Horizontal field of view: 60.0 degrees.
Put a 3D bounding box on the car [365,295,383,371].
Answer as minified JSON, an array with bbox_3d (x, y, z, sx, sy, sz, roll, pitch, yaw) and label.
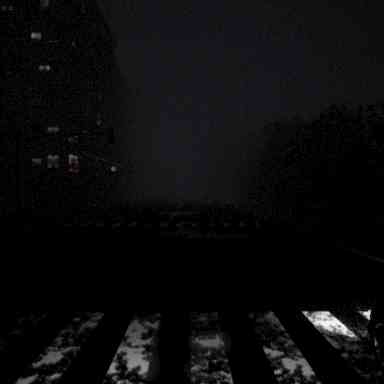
[{"bbox_3d":[3.347,1.550,2.816,1.994,1.385,4.181,0,0,0],"label":"car"}]

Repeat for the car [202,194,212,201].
[{"bbox_3d":[3.176,1.224,69.931,2.128,1.511,4.902,0,0,0],"label":"car"}]
